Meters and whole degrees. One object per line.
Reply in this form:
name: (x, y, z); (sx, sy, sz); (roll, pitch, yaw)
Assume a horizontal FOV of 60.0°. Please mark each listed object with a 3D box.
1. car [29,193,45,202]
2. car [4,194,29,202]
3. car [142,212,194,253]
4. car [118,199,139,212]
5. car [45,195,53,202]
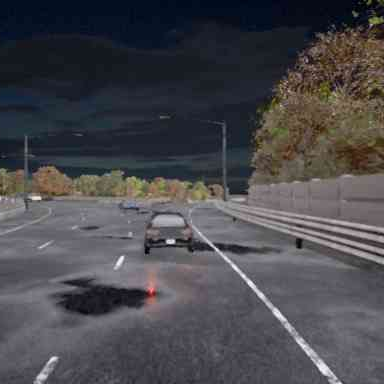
car: (-38.139, 1.378, 79.542); (5.566, 2.045, 2.150); (0, 0, 41)
car: (-40.686, 1.382, 77.115); (5.566, 2.045, 2.150); (0, 0, 41)
car: (-1.030, 1.528, 13.650); (1.812, 1.442, 4.674); (0, 0, -7)
car: (-7.730, 1.573, 40.255); (2.033, 1.411, 5.357); (0, 0, -21)
car: (-36.356, 1.635, 82.637); (4.892, 1.490, 1.837); (0, 0, 41)
